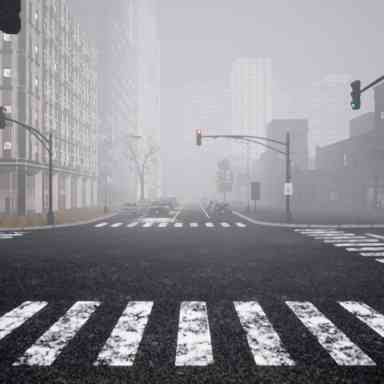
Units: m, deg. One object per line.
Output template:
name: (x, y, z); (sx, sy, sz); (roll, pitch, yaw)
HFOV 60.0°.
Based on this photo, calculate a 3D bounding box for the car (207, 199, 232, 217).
car: (2.675, 1.553, 30.821); (1.887, 1.381, 4.507); (0, 0, 0)

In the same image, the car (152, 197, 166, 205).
car: (-5.722, 1.592, 58.520); (1.947, 1.339, 4.313); (0, 0, 0)

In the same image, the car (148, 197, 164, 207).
car: (-5.718, 1.572, 52.980); (2.008, 1.369, 4.403); (0, 0, 0)

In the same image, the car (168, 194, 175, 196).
car: (-3.117, 1.498, 51.513); (1.882, 1.535, 5.008); (0, 0, 0)

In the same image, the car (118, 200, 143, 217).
car: (-5.707, 1.590, 30.816); (1.802, 1.307, 4.206); (0, 0, 0)

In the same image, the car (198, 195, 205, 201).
car: (2.639, 1.635, 91.771); (1.947, 1.339, 4.313); (0, 0, 0)

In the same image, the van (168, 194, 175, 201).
van: (-5.741, 1.410, 91.766); (1.690, 1.788, 3.998); (0, 0, 0)

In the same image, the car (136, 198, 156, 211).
car: (-5.713, 1.540, 41.728); (1.752, 1.417, 4.829); (0, 0, 0)

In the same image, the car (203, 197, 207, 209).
car: (2.668, 1.596, 41.903); (1.802, 1.307, 4.206); (0, 0, 0)

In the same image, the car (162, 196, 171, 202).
car: (-5.732, 1.628, 75.142); (1.802, 1.307, 4.206); (0, 0, 0)

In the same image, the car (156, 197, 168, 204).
car: (-5.726, 1.598, 64.062); (1.947, 1.339, 4.313); (0, 0, 0)

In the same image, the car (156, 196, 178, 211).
car: (-3.120, 1.578, 40.960); (1.994, 1.385, 4.181); (0, 0, 0)

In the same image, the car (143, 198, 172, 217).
car: (-3.135, 1.572, 30.997); (1.994, 1.385, 4.181); (0, 0, -2)

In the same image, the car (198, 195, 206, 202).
car: (2.649, 1.597, 75.148); (2.008, 1.369, 4.403); (0, 0, 0)
